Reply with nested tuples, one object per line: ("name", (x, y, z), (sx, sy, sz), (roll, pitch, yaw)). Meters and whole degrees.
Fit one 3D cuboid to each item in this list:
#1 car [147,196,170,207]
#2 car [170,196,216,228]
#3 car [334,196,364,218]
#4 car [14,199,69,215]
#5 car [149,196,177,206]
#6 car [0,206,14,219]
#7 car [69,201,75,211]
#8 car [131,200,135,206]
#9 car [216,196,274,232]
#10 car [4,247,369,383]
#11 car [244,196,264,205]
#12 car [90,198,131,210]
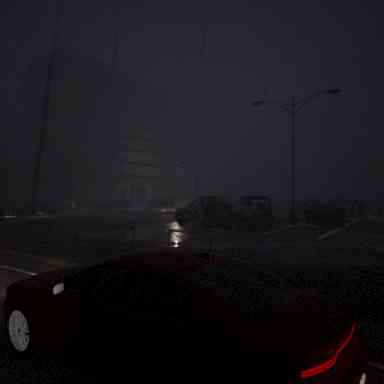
("car", (-4.704, 1.492, 50.233), (2.128, 1.511, 4.902), (0, 0, 34))
("car", (0.948, 1.153, 20.726), (1.932, 1.855, 4.605), (0, 0, 34))
("car", (15.339, 1.395, 32.016), (1.970, 1.475, 3.806), (0, 0, 34))
("car", (-15.720, 1.547, 33.841), (2.033, 1.411, 5.357), (0, 0, 34))
("car", (-4.803, 1.492, 56.322), (2.128, 1.511, 4.902), (0, 0, 34))
("car", (-16.947, 1.491, 25.571), (2.128, 1.511, 4.902), (0, 0, 36))
("car", (-16.171, 1.526, 39.429), (1.812, 1.442, 4.674), (0, 0, 34))
("car", (-10.510, 1.547, 47.885), (2.033, 1.411, 5.357), (0, 0, 33))
("car", (3.316, 1.156, 19.060), (1.905, 1.878, 3.866), (0, 0, 34))
("car", (-0.525, 1.478, 4.363), (5.008, 1.535, 1.882), (0, 0, 35))
("car", (11.504, 1.526, 61.500), (1.812, 1.442, 4.674), (0, 0, 34))
("car", (-10.378, 1.601, 41.803), (1.895, 1.301, 4.718), (0, 0, 34))
